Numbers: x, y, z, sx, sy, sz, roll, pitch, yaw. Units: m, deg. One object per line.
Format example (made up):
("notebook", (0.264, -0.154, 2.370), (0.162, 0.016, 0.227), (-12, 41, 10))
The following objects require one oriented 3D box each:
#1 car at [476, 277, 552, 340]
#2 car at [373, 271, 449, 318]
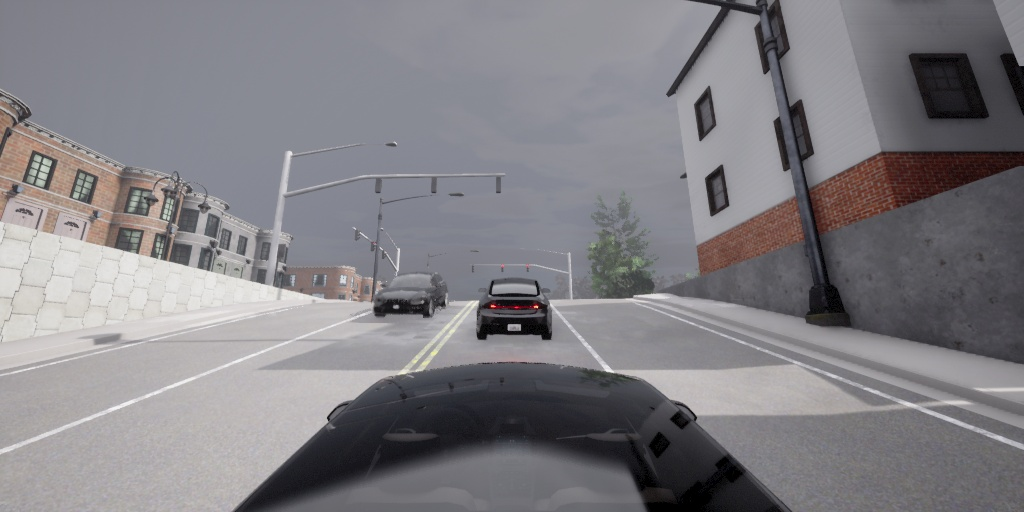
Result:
("car", (0.064, 1.352, 10.343), (1.837, 1.490, 4.892), (0, 0, 0))
("car", (-3.623, 1.350, 13.610), (1.837, 1.490, 4.892), (0, 0, 0))
